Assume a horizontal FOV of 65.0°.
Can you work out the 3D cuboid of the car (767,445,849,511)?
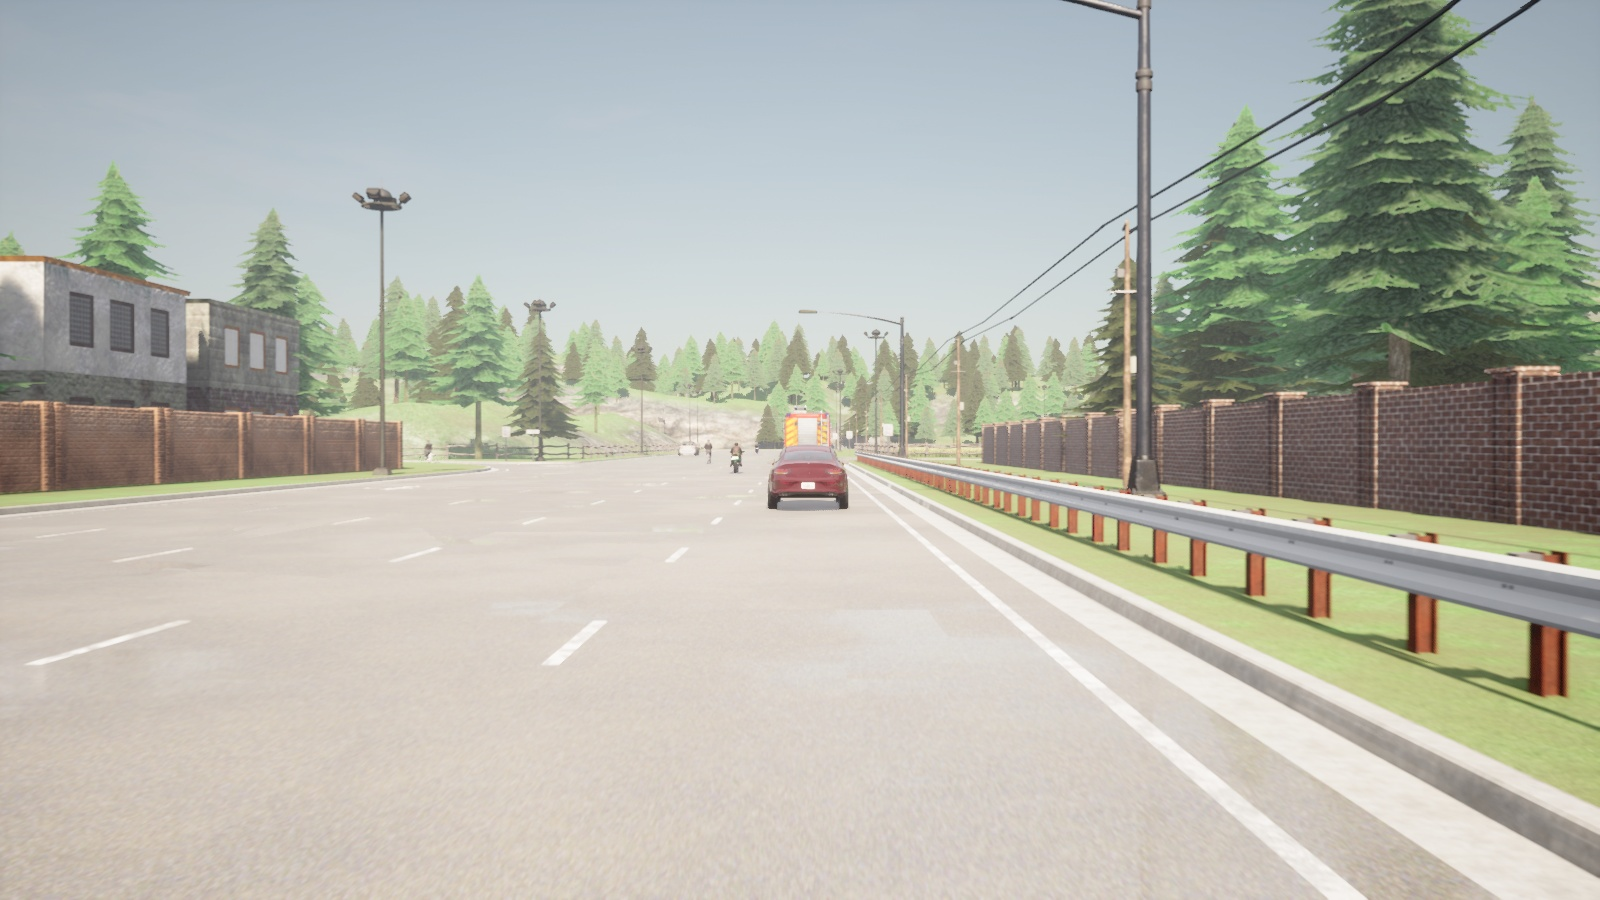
[{"bbox_3d":[0.192,0.604,29.886,1.812,1.442,4.674,0,0,0],"label":"car"}]

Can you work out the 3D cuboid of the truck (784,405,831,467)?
[{"bbox_3d":[0.486,-0.880,81.986,2.891,3.827,8.468,0,0,0],"label":"truck"}]
